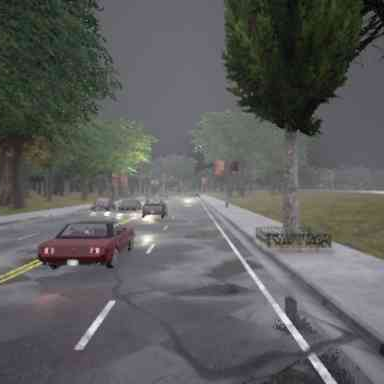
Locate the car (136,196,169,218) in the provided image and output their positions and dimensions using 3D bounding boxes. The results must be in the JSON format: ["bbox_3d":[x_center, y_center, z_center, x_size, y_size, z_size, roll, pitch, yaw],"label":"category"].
[{"bbox_3d":[-3.107,1.374,28.589,2.128,1.511,4.902,0,0,0],"label":"car"}]

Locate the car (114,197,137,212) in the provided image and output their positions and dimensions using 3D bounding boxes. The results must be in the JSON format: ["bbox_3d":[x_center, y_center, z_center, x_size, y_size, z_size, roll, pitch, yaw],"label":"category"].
[{"bbox_3d":[-6.541,1.347,35.158,1.837,1.490,4.892,0,0,0],"label":"car"}]

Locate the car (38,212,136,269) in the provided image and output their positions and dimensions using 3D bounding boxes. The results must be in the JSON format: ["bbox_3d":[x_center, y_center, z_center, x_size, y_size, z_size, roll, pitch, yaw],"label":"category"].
[{"bbox_3d":[-3.134,1.569,10.987,1.895,1.301,4.718,0,0,0],"label":"car"}]

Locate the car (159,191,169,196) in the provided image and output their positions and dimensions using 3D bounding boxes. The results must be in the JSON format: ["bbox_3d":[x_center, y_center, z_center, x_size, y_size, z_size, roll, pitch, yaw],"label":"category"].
[{"bbox_3d":[-6.386,0.668,75.790,2.097,1.767,4.553,0,0,0],"label":"car"}]

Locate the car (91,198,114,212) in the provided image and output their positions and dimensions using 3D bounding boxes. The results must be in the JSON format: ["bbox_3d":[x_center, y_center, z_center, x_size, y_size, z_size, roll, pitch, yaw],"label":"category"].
[{"bbox_3d":[-9.787,1.357,37.010,1.812,1.442,4.674,0,0,0],"label":"car"}]
